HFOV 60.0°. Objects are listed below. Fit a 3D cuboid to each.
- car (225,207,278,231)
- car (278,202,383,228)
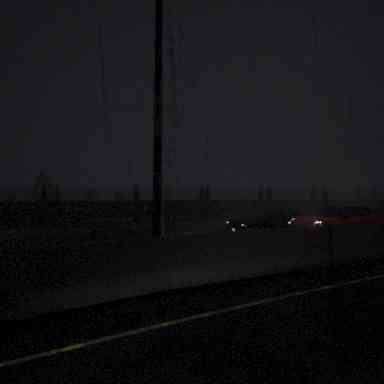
[{"bbox_3d":[4.512,1.575,18.592,5.357,1.411,2.033,0,0,-27],"label":"car"},{"bbox_3d":[6.669,1.392,15.675,4.553,1.767,2.097,0,0,-26],"label":"car"}]
